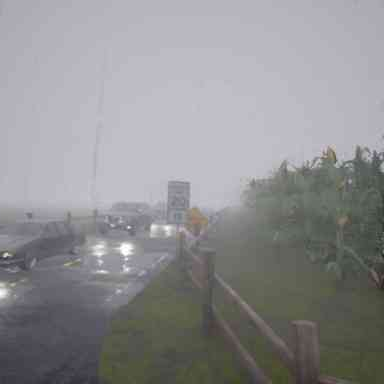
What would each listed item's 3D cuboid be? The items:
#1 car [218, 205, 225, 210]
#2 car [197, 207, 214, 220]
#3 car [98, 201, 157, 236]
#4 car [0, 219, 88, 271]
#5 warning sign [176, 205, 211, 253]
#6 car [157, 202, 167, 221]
[{"bbox_3d":[7.598,3.924,83.646,1.812,1.442,4.674,2,-1,7],"label":"car"},{"bbox_3d":[1.281,2.641,42.093,1.837,1.490,4.892,2,-1,8],"label":"car"},{"bbox_3d":[-4.228,1.662,22.032,2.150,2.045,5.566,2,-1,8],"label":"car"},{"bbox_3d":[-5.545,1.689,11.784,2.033,1.411,5.357,2,-1,6],"label":"car"},{"bbox_3d":[0.086,1.522,14.069,1.300,1.860,1.060,2,-1,7],"label":"warning sign"},{"bbox_3d":[-2.680,2.009,33.902,2.150,2.045,5.566,2,-1,7],"label":"car"}]
